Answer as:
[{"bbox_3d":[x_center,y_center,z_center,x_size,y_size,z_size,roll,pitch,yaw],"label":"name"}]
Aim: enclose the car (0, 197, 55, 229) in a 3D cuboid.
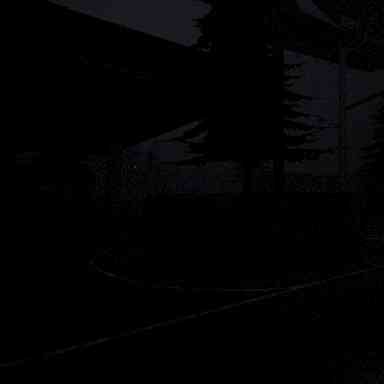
[{"bbox_3d":[-11.876,1.313,23.538,3.866,1.878,1.905,0,0,-36],"label":"car"}]
